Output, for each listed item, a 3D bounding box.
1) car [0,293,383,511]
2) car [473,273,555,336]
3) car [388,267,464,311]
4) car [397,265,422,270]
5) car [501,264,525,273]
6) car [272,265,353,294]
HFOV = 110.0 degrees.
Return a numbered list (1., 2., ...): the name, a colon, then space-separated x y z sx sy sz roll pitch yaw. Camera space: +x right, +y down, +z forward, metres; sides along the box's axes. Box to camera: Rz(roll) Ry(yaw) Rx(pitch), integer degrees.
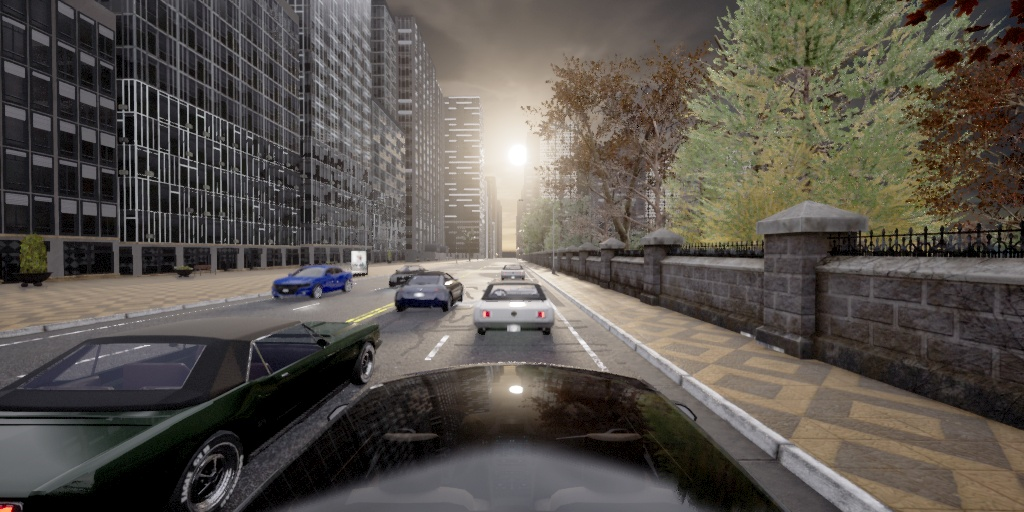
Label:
1. car: -3.149 1.350 4.068 1.895 1.301 4.718 0 0 0
2. car: 0.064 1.349 10.345 1.895 1.301 4.718 0 0 0
3. car: -3.158 1.311 14.400 1.994 1.385 4.181 0 0 1
4. car: -6.595 1.311 23.595 1.994 1.385 4.181 0 0 0
5. car: 0.091 1.350 29.719 1.895 1.301 4.718 0 0 0
6. car: -9.847 1.224 18.094 1.882 1.535 5.008 0 0 0
